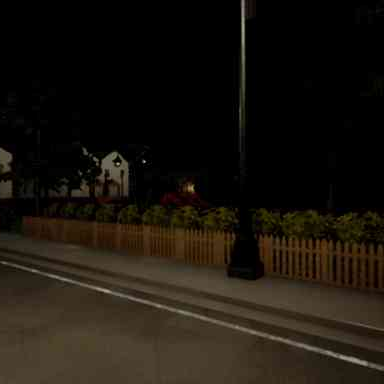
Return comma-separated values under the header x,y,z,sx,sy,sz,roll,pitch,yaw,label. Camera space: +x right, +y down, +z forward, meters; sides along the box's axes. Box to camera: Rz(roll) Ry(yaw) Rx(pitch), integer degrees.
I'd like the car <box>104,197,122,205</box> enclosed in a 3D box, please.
x,y,z,sx,sy,sz,roll,pitch,yaw,label
-14.705,1.806,64.102,2.128,1.511,4.902,0,0,38,car
